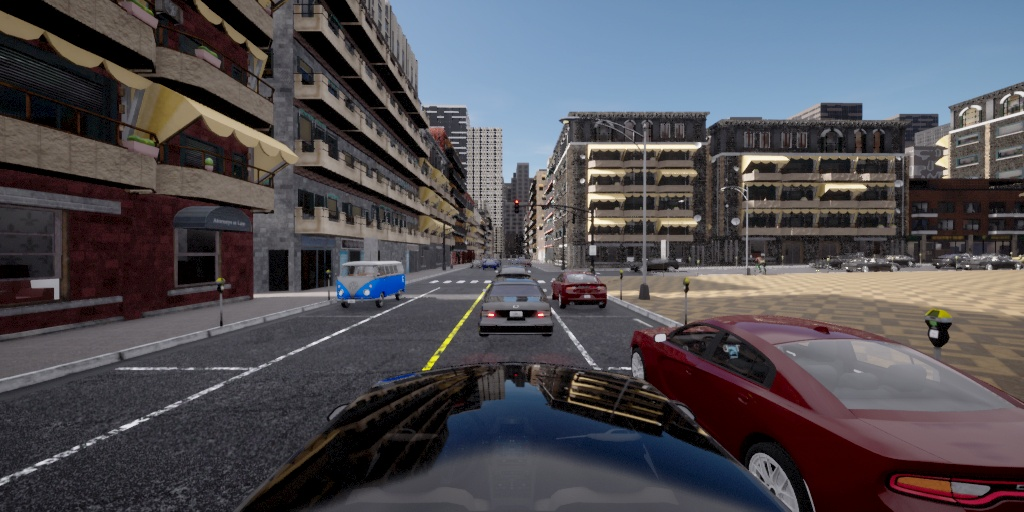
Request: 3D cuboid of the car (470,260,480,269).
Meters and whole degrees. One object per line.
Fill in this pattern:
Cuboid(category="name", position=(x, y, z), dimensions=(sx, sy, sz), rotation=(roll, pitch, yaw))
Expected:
Cuboid(category="car", position=(-5.813, 1.321, 58.346), dimensions=(2.007, 1.370, 4.403), rotation=(0, 0, 0))

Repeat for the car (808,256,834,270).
Cuboid(category="car", position=(34.336, 0.681, 38.209), dimensions=(4.892, 1.490, 1.837), rotation=(-1, 0, -1))

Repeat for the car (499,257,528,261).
Cuboid(category="car", position=(0.151, 1.252, 45.903), dimensions=(2.128, 1.511, 4.902), rotation=(-1, 0, -11))

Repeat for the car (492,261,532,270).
Cuboid(category="car", position=(0.061, 1.229, 20.090), dimensions=(1.882, 1.535, 5.008), rotation=(0, 0, 0))

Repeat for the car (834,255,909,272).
Cuboid(category="car", position=(32.412, 0.805, 32.400), dimensions=(4.403, 1.370, 2.007), rotation=(0, 0, -1))

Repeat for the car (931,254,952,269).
Cuboid(category="car", position=(44.309, 0.538, 35.231), dimensions=(4.902, 1.511, 2.128), rotation=(-1, 0, 0))

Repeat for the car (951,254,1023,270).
Cuboid(category="car", position=(43.548, 0.631, 32.581), dimensions=(4.403, 1.370, 2.007), rotation=(0, 0, -1))

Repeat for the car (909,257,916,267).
Cuboid(category="car", position=(43.412, 0.564, 40.961), dimensions=(4.403, 1.370, 2.007), rotation=(0, 0, -1))

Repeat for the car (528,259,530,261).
Cuboid(category="car", position=(2.555, 1.215, 63.887), dimensions=(1.967, 1.591, 4.097), rotation=(0, 0, 0))

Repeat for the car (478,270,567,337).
Cuboid(category="car", position=(0.083, 1.297, 10.261), dimensions=(2.033, 1.411, 5.357), rotation=(0, 0, 0))

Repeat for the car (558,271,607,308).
Cuboid(category="car", position=(2.661, 1.295, 14.888), dimensions=(1.888, 1.381, 4.507), rotation=(0, 0, 0))

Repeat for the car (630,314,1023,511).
Cuboid(category="car", position=(2.685, 1.295, 3.836), dimensions=(1.888, 1.381, 4.507), rotation=(0, 0, 0))

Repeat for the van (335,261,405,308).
Cuboid(category="van", position=(-5.720, 1.091, 14.871), dimensions=(1.690, 1.789, 3.998), rotation=(0, 0, 0))

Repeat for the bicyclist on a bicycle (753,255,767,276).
Cuboid(category="bicyclist on a bicycle", position=(20.186, 0.771, 29.247), dimensions=(0.582, 1.620, 1.656), rotation=(-1, 0, -1))

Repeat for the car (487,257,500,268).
Cuboid(category="car", position=(-3.200, 1.126, 62.640), dimensions=(2.097, 1.767, 4.553), rotation=(0, 0, 0))

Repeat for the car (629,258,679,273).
Cuboid(category="car", position=(14.980, 0.959, 37.904), dimensions=(5.008, 1.535, 1.882), rotation=(-2, 0, -1))

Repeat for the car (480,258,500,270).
Cuboid(category="car", position=(-3.201, 1.243, 52.616), dimensions=(1.882, 1.535, 5.008), rotation=(0, 0, 0))
